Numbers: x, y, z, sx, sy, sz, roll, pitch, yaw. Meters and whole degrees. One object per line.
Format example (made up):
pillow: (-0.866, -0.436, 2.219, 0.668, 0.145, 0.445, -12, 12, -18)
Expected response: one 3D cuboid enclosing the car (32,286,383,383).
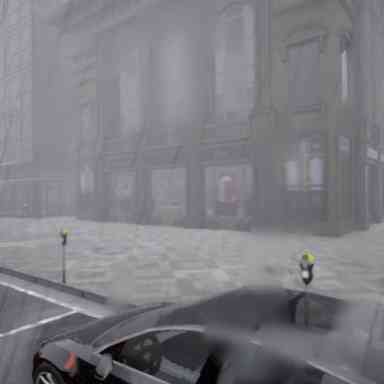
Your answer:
car: (0.360, 1.552, 2.849, 4.313, 1.339, 1.947, -1, 0, 38)
